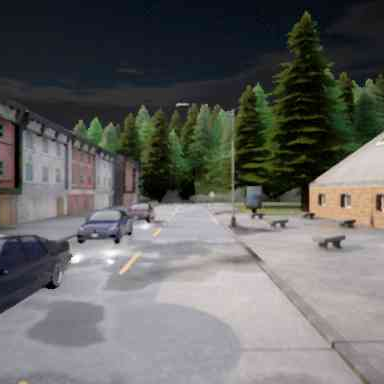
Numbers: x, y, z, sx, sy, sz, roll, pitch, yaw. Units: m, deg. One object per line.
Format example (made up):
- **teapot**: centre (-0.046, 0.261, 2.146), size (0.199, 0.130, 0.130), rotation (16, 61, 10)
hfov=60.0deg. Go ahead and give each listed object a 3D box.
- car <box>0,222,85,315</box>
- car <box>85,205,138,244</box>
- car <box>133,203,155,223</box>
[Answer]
- **car**: centre (-4.079, 1.565, 6.569), size (2.033, 1.411, 5.357), rotation (0, 0, 0)
- **car**: centre (-4.075, 1.569, 16.291), size (1.812, 1.442, 4.674), rotation (0, 0, 0)
- **car**: centre (-4.038, 1.596, 26.577), size (1.812, 1.442, 4.674), rotation (0, 0, 1)
